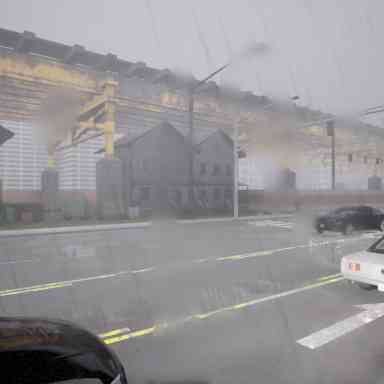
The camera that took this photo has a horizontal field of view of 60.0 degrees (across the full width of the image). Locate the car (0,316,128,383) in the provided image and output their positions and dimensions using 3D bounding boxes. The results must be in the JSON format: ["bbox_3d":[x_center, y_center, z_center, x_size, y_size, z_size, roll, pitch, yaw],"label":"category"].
[{"bbox_3d":[-2.739,1.492,1.793,4.902,1.511,2.128,0,0,-35],"label":"car"}]

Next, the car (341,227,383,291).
[{"bbox_3d":[5.616,1.601,7.776,4.718,1.301,1.895,0,0,-35],"label":"car"}]

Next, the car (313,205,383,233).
[{"bbox_3d":[8.934,1.477,18.529,5.008,1.535,1.882,0,0,-30],"label":"car"}]
